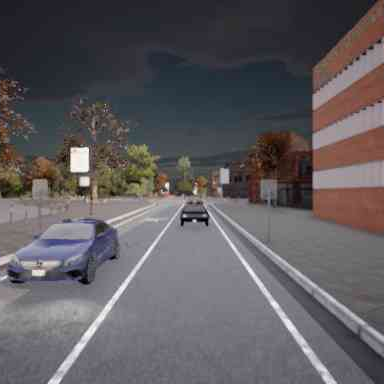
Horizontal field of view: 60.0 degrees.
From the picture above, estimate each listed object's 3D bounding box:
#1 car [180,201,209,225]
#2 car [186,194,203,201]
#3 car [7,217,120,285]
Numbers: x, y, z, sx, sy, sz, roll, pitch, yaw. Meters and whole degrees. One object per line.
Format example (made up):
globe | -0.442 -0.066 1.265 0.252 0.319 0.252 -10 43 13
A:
car | 0.177 1.512 23.037 1.895 1.301 4.718 0 0 0
car | 0.311 1.164 40.896 2.097 1.767 4.553 0 0 0
car | -3.330 1.497 9.575 1.812 1.442 4.674 0 0 0
